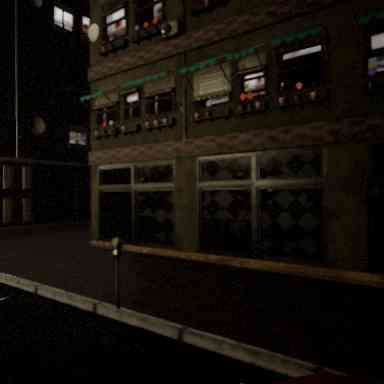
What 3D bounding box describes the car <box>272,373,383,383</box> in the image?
[{"bbox_3d":[2.085,1.583,1.245,4.206,1.307,1.802,0,-1,35],"label":"car"}]
